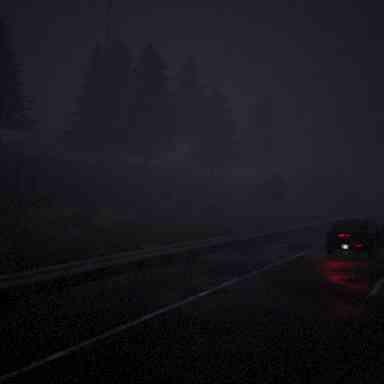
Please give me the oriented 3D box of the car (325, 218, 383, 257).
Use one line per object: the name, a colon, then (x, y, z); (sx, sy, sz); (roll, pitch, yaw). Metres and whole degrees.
car: (7.444, 1.931, 14.971); (1.837, 1.490, 4.892); (-2, -3, 37)
